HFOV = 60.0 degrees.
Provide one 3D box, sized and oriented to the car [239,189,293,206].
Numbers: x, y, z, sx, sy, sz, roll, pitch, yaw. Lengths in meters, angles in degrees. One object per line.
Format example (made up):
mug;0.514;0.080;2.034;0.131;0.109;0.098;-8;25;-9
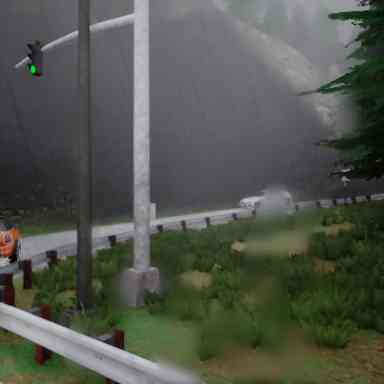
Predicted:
car;5.888;0.567;26.326;4.674;1.442;1.812;-5;2;-27

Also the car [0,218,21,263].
car;-8.337;1.856;13.687;2.097;1.767;4.553;-4;1;-26
